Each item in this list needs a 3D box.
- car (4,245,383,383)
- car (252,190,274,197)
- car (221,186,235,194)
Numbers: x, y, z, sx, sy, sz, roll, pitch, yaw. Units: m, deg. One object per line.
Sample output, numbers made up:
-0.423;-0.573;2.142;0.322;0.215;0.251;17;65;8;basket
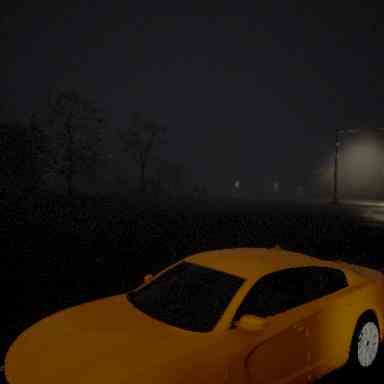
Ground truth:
0.523;1.501;4.115;5.008;1.535;1.882;0;-1;-36;car
14.840;0.281;70.014;1.895;1.301;4.718;1;1;-35;car
9.121;-0.459;78.207;2.150;2.045;5.566;1;1;-35;car
